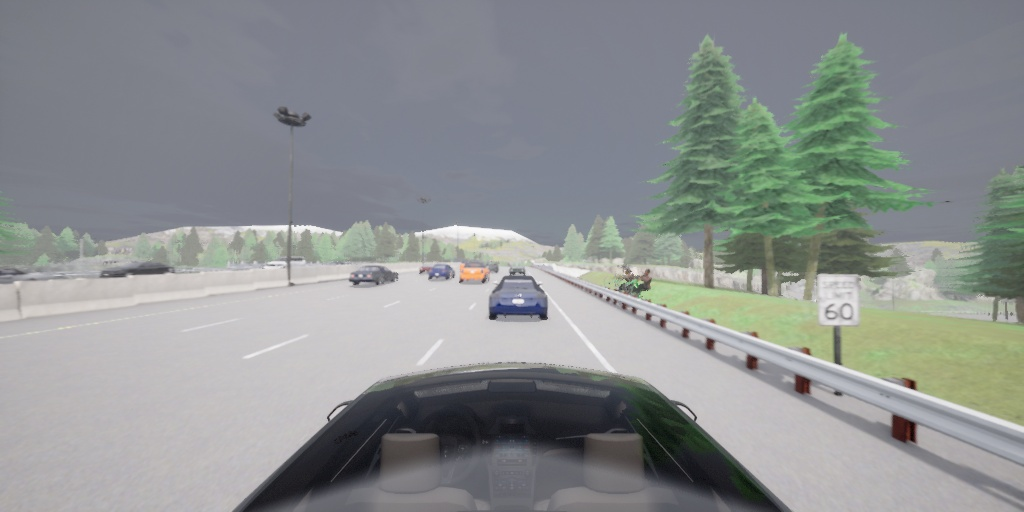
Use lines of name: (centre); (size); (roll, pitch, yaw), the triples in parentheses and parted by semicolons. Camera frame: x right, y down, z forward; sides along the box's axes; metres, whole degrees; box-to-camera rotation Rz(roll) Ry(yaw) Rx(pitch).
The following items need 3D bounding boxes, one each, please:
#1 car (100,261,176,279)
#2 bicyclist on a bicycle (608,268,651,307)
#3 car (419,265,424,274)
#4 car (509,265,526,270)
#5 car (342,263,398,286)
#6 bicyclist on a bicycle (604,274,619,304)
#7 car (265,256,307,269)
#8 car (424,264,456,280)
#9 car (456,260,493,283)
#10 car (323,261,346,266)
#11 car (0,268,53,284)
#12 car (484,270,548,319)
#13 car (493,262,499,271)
car: (-31.243, 1.192, 30.134); (1.882, 1.535, 5.008); (0, -1, 1)
bicyclist on a bicycle: (5.192, 1.244, 14.791); (1.620, 1.656, 0.582); (-42, 18, -11)
car: (-9.927, 1.578, 44.056); (1.895, 1.301, 4.718); (0, 0, 1)
car: (0.595, 1.638, 41.094); (1.895, 1.301, 4.718); (0, 0, 1)
car: (-10.121, 1.398, 26.562); (2.033, 1.411, 5.357); (0, 0, 1)
bicyclist on a bicycle: (4.844, 1.264, 15.787); (0.582, 1.656, 1.620); (-7, -40, -36)
car: (-27.474, 1.067, 43.885); (2.150, 2.045, 5.566); (0, -1, 1)
car: (-6.519, 1.454, 33.583); (1.812, 1.442, 4.674); (0, 0, 1)
car: (-3.064, 1.282, 30.215); (2.097, 1.767, 4.553); (0, 0, 1)
car: (-20.529, 1.371, 41.694); (2.128, 1.511, 4.902); (0, -1, 1)
car: (-27.914, 1.259, 18.771); (1.895, 1.301, 4.718); (0, 0, 1)
car: (0.217, 1.400, 13.243); (1.994, 1.385, 4.181); (0, 0, 1)
car: (-2.793, 1.566, 50.114); (2.128, 1.511, 4.902); (0, 0, 1)
